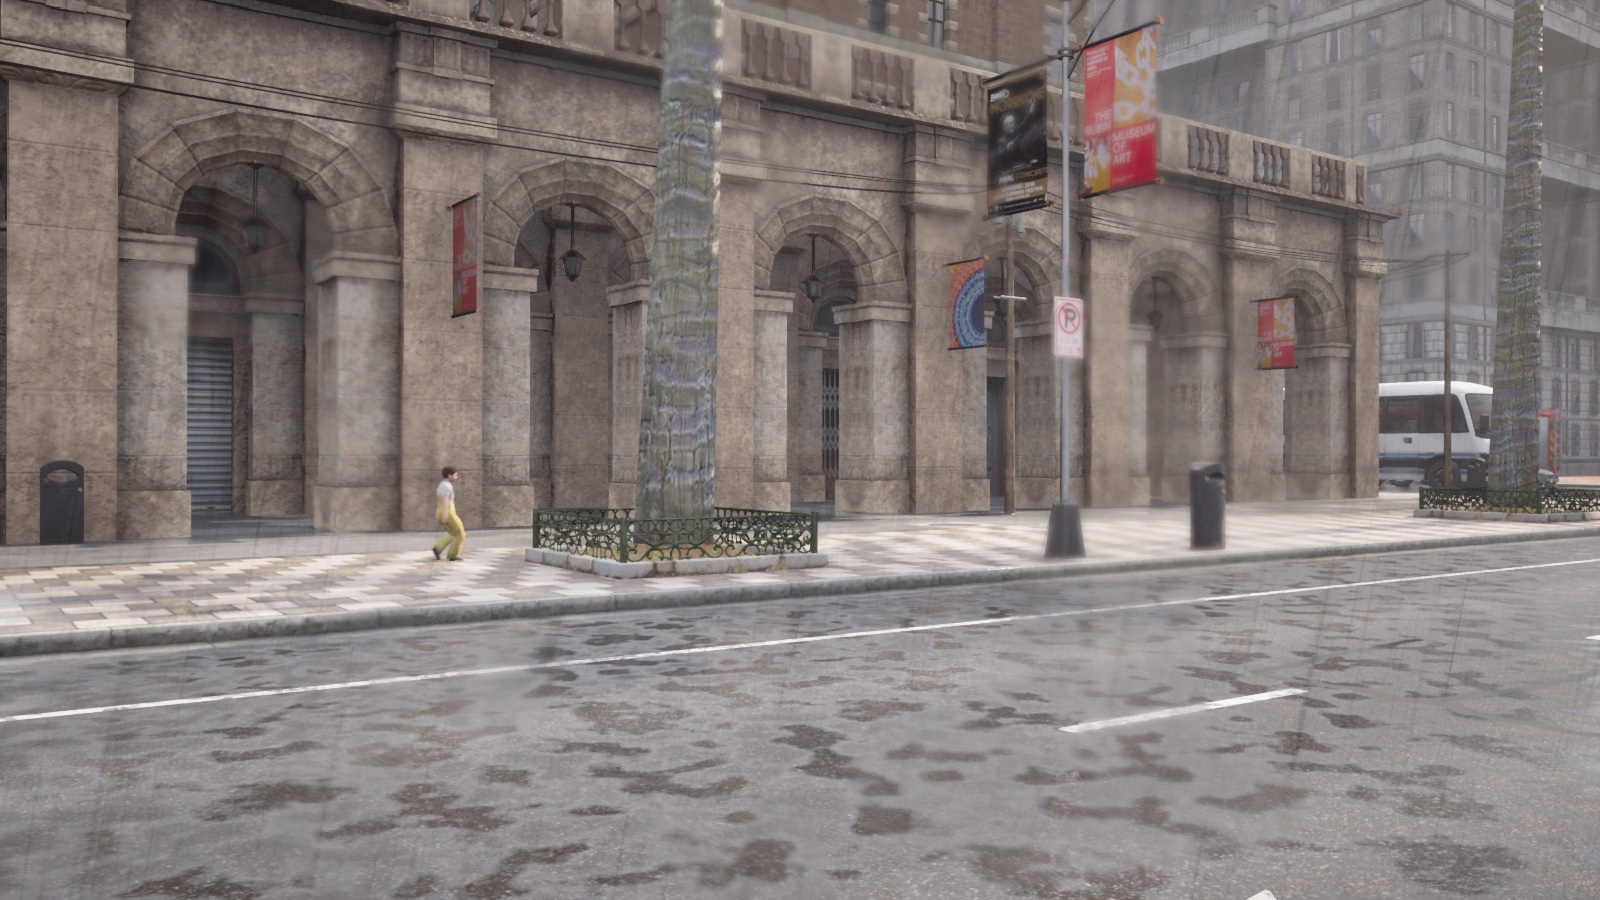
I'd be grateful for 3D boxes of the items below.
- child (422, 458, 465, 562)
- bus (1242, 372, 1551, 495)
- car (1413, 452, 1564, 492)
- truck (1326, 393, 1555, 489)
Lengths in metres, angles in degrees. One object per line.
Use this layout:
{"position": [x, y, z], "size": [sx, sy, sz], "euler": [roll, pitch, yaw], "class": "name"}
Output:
{"position": [-4.381, 0.729, 15.423], "size": [0.437, 1.263, 0.270], "euler": [0, 0, -35], "class": "child"}
{"position": [22.863, -0.560, 48.917], "size": [3.944, 4.253, 10.273], "euler": [0, 0, -35], "class": "bus"}
{"position": [26.913, 0.813, 49.256], "size": [1.837, 1.490, 4.892], "euler": [0, 0, -34], "class": "car"}
{"position": [27.546, -0.344, 54.450], "size": [2.891, 3.827, 8.468], "euler": [0, 0, -35], "class": "truck"}
